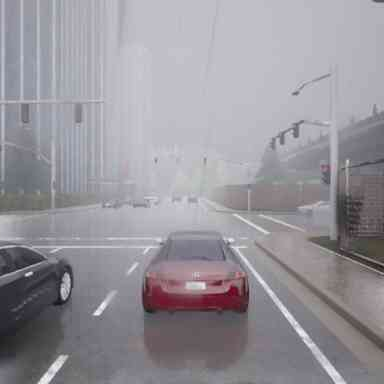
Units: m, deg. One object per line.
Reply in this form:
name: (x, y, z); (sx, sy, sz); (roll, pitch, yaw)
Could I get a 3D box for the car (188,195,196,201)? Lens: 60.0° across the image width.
car: (0.009, 1.473, 85.198); (1.882, 1.535, 5.008); (0, 0, 0)

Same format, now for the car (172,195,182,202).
car: (-3.492, 1.491, 74.245); (1.837, 1.490, 4.892); (0, 0, 0)

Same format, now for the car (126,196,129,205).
car: (-10.578, 1.502, 54.417); (1.837, 1.490, 4.892); (0, 0, 0)

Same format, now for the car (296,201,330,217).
car: (12.370, 1.579, 31.754); (4.674, 1.442, 1.812); (0, 0, -3)

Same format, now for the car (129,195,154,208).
car: (-7.085, 1.545, 47.161); (2.033, 1.411, 5.357); (0, 0, 0)

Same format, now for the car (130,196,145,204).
car: (-10.525, 1.543, 64.891); (2.033, 1.411, 5.357); (0, 0, 1)

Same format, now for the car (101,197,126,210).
car: (-10.589, 1.490, 44.060); (2.128, 1.511, 4.902); (0, 0, 0)

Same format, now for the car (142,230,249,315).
car: (0.073, 1.563, 7.654); (1.994, 1.385, 4.181); (0, 0, 0)

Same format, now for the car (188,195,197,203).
car: (0.107, 1.473, 69.936); (1.882, 1.535, 5.008); (0, 0, 0)

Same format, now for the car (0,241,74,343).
car: (-3.441, 1.505, 5.198); (1.837, 1.490, 4.892); (0, 0, 0)

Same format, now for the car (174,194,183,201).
car: (-3.491, 1.381, 84.669); (2.128, 1.511, 4.902); (0, 0, 0)

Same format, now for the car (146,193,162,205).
car: (-7.069, 1.219, 57.979); (2.150, 2.045, 5.566); (0, 0, 0)
